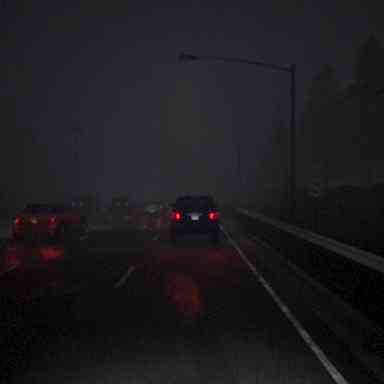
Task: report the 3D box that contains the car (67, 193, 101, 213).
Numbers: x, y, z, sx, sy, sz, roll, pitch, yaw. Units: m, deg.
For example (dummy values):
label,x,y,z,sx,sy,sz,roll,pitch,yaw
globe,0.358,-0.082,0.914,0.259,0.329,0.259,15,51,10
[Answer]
label,x,y,z,sx,sy,sz,roll,pitch,yaw
car,-10.425,1.112,31.914,2.150,2.045,5.566,0,1,1

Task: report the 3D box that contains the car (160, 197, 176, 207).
label,x,y,z,sx,sy,sz,roll,pitch,yaw
car,-3.355,1.437,47.430,1.895,1.301,4.718,0,0,0

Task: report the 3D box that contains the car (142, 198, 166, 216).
label,x,y,z,sx,sy,sz,roll,pitch,yaw
car,-3.439,1.418,30.972,1.812,1.442,4.674,0,0,0

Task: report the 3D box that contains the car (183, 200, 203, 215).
label,x,y,z,sx,sy,sz,roll,pitch,yaw
car,0.094,1.486,33.541,1.895,1.301,4.718,0,0,1

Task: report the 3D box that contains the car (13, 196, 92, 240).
label,x,y,z,sx,sy,sz,roll,pitch,yaw
car,-6.873,1.293,16.651,2.097,1.767,4.553,0,0,0

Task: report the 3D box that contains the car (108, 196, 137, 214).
label,x,y,z,sx,sy,sz,roll,pitch,yaw
car,-6.904,1.233,33.622,2.097,1.767,4.553,0,0,1

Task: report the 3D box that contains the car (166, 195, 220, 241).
label,x,y,z,sx,sy,sz,roll,pitch,yaw
car,0.125,1.162,16.306,2.150,2.045,5.566,0,0,0
